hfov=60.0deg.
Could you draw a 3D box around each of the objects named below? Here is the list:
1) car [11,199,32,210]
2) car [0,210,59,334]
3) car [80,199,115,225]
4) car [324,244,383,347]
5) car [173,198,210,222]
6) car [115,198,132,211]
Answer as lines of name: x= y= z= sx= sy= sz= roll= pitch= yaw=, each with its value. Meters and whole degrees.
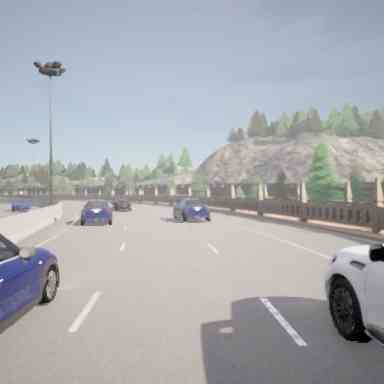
car: x=-19.860 y=1.522 z=38.786 sx=1.882 sy=1.535 sz=5.008 roll=0 pitch=0 yaw=-27
car: x=-3.771 y=1.351 z=5.212 sx=2.097 sy=1.767 sz=4.553 roll=0 pitch=0 yaw=-3
car: x=-6.862 y=1.326 z=24.189 sx=2.097 sy=1.767 sz=4.553 roll=0 pitch=0 yaw=-14
car: x=3.383 y=1.196 z=3.286 sx=2.150 sy=2.045 sz=5.566 roll=0 pitch=0 yaw=-2
car: x=-0.116 y=1.279 z=26.003 sx=2.097 sy=1.767 sz=4.553 roll=0 pitch=0 yaw=-14
car: x=-8.472 y=1.440 z=39.454 sx=2.128 sy=1.511 sz=4.902 roll=-1 pitch=0 yaw=-22
